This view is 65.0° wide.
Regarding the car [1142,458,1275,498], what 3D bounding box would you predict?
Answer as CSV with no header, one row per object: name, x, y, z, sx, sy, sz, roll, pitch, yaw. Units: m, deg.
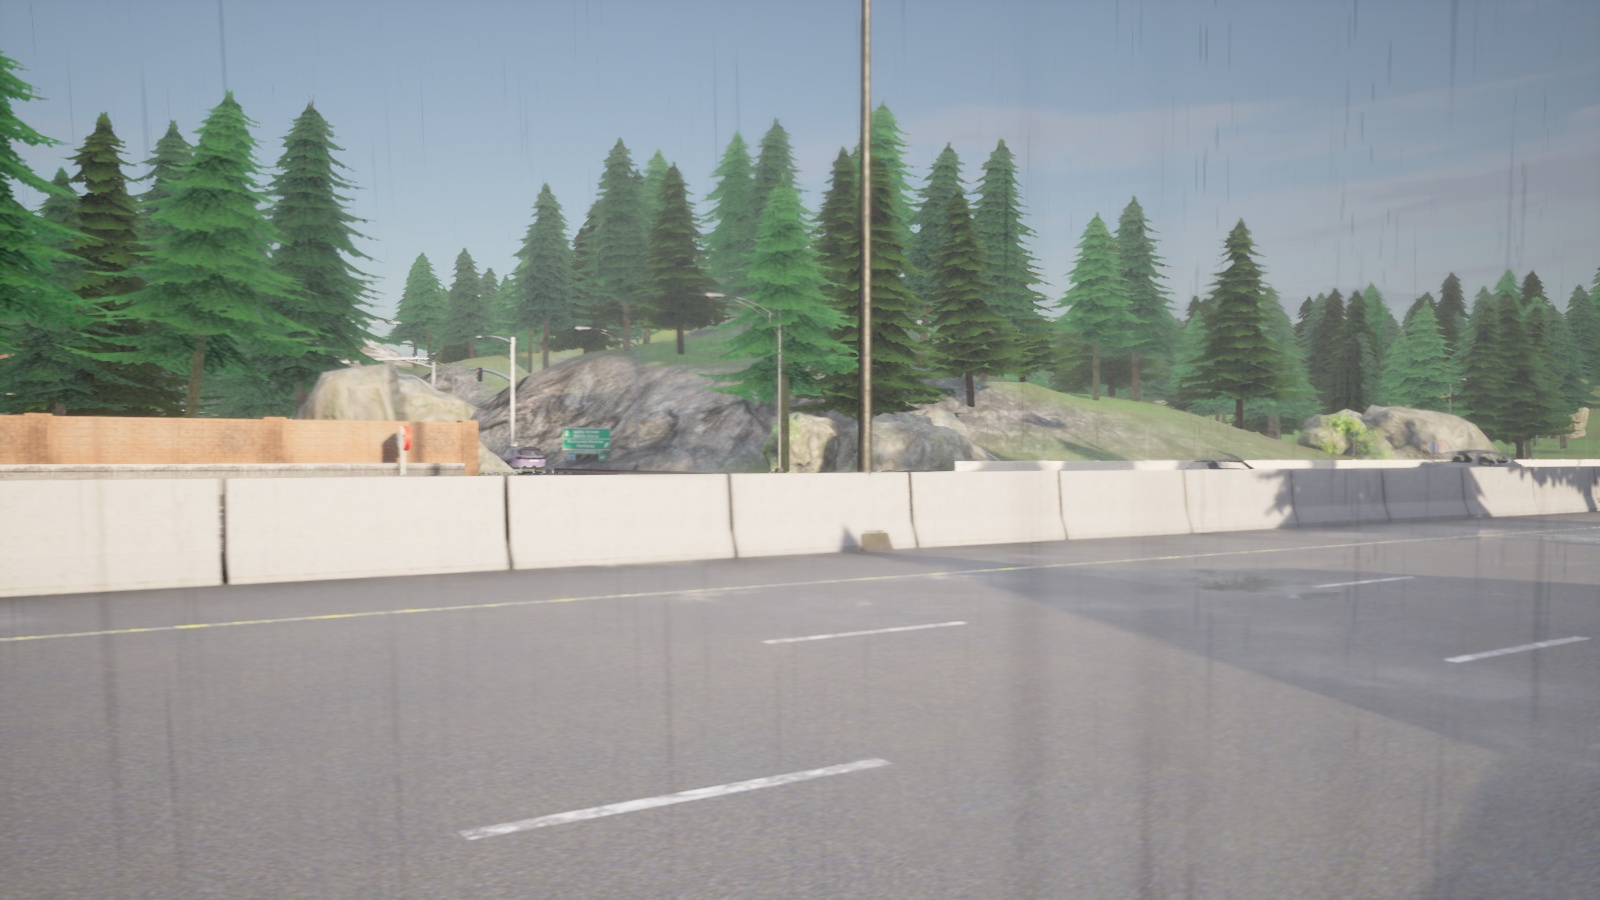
car,14.128,0.922,43.342,4.718,1.301,1.895,0,0,-35

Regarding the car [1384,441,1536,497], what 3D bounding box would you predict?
car,20.767,0.576,39.435,5.027,1.651,2.152,0,0,-35

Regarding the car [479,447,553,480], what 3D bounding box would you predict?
car,-14.481,0.666,63.863,2.033,1.649,4.856,0,0,-34
